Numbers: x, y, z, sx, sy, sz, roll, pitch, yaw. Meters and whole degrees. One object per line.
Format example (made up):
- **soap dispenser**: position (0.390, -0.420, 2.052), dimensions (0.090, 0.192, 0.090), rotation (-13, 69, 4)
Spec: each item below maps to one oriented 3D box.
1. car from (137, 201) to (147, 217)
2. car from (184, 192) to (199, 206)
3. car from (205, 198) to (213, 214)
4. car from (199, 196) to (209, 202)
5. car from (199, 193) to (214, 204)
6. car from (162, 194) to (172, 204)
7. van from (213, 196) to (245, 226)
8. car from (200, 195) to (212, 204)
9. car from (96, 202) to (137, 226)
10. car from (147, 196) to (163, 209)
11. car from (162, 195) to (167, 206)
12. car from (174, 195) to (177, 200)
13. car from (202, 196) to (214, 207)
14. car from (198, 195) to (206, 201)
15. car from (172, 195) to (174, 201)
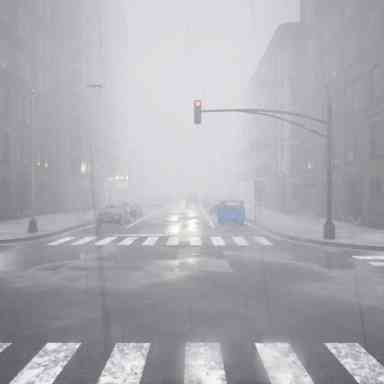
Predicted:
- **car**: position (-5.389, 1.543, 28.837), dimensions (1.887, 1.381, 4.507), rotation (0, 0, 0)
- **car**: position (0.103, 1.208, 56.480), dimensions (2.150, 2.045, 5.566), rotation (0, 0, 0)
- **car**: position (2.637, 1.580, 34.526), dimensions (1.802, 1.307, 4.206), rotation (0, 0, 0)
- **car**: position (2.636, 1.524, 74.295), dimensions (2.008, 1.369, 4.403), rotation (0, 0, 0)
- **car**: position (2.637, 1.305, 51.571), dimensions (2.192, 1.841, 5.009), rotation (0, 0, 0)
- **car**: position (-5.389, 1.547, 62.928), dimensions (1.947, 1.339, 4.313), rotation (0, 0, 0)
- **van**: position (2.636, 1.340, 23.164), dimensions (1.690, 1.788, 3.998), rotation (0, 0, 0)
- **car**: position (2.636, 1.422, 62.933), dimensions (1.967, 1.590, 4.097), rotation (0, 0, 0)
- **car**: position (-5.389, 1.549, 23.155), dimensions (2.008, 1.369, 4.403), rotation (0, 0, 0)
- **car**: position (-5.389, 1.519, 45.713), dimensions (1.752, 1.417, 4.829), rotation (0, 0, 0)
- **car**: position (-5.388, 1.556, 51.565), dimensions (1.947, 1.339, 4.313), rotation (0, 0, 0)
- **car**: position (-5.389, 1.409, 79.973), dimensions (1.967, 1.590, 4.097), rotation (0, 0, 0)
- **car**: position (2.637, 1.576, 45.889), dimensions (1.802, 1.307, 4.206), rotation (0, 0, 0)
- **car**: position (2.636, 1.530, 85.658), dimensions (1.947, 1.339, 4.313), rotation (0, 0, 0)
- **car**: position (-5.389, 1.292, 68.610), dimensions (2.192, 1.841, 5.009), rotation (0, 0, 0)
